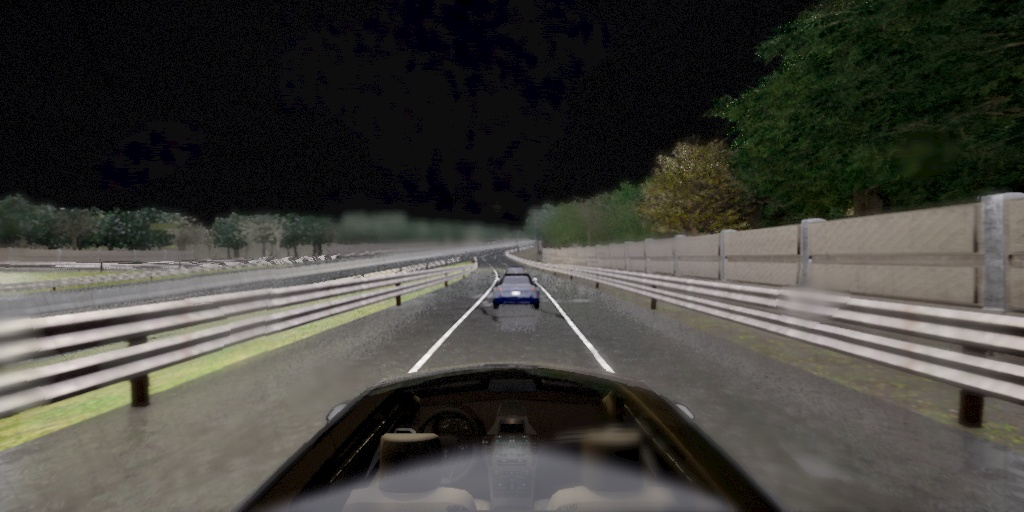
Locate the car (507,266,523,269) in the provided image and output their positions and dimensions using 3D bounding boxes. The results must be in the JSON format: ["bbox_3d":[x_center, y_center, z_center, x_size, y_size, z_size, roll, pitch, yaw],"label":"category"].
[{"bbox_3d":[0.265,1.563,30.797,2.033,1.411,5.357,0,0,-1],"label":"car"}]

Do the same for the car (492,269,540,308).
[{"bbox_3d":[0.204,1.448,16.053,1.994,1.385,4.181,0,0,1],"label":"car"}]
